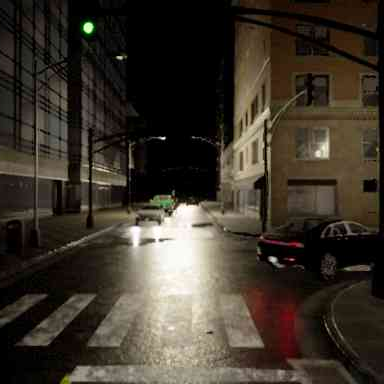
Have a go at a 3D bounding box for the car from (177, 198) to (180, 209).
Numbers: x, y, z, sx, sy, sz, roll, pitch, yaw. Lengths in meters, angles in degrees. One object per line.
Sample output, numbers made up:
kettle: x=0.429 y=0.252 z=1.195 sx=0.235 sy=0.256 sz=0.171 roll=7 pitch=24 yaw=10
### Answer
car: x=-3.055 y=1.526 z=44.475 sx=2.097 sy=1.767 sz=4.553 roll=0 pitch=0 yaw=0

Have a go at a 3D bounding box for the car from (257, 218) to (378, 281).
car: x=4.125 y=1.516 z=9.905 sx=4.902 sy=1.511 sz=2.128 roll=0 pitch=-1 yaw=-33

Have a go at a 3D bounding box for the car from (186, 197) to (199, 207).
car: x=0.120 y=1.574 z=56.837 sx=2.097 sy=1.767 sz=4.553 roll=0 pitch=0 yaw=0

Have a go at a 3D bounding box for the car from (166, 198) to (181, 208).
car: x=-3.038 y=1.706 z=54.847 sx=2.128 sy=1.511 sz=4.902 roll=0 pitch=0 yaw=0

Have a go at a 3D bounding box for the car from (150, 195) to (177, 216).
car: x=-3.064 y=1.357 z=34.572 sx=2.150 sy=2.045 sz=5.566 roll=0 pitch=0 yaw=1

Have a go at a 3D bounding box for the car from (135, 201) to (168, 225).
car: x=-3.086 y=1.625 z=25.117 sx=1.812 sy=1.442 sz=4.674 roll=0 pitch=0 yaw=0
